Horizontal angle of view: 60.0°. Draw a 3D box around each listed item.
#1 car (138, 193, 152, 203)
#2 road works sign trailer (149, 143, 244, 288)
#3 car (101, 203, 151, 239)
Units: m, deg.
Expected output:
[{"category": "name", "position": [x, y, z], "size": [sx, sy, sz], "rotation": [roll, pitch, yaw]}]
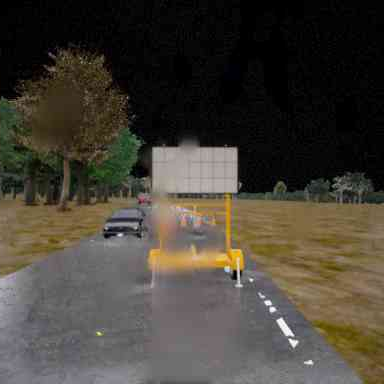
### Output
[{"category": "car", "position": [-8.545, 1.238, 59.904], "size": [2.150, 2.045, 5.566], "rotation": [0, -1, -11]}, {"category": "road works sign trailer", "position": [0.077, 0.463, 9.245], "size": [2.380, 3.560, 2.880], "rotation": [0, 0, -2]}, {"category": "car", "position": [-3.328, 1.545, 17.632], "size": [2.033, 1.411, 5.357], "rotation": [0, 0, -2]}]
